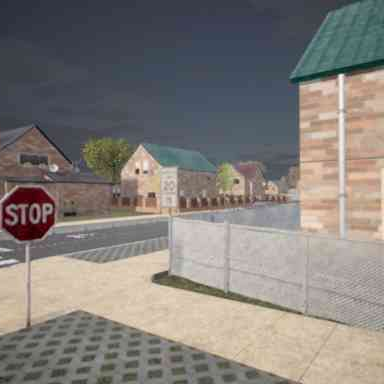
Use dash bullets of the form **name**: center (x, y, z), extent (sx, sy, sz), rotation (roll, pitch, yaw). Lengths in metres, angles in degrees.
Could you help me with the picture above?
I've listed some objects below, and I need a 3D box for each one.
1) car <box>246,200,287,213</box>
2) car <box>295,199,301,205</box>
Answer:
- **car**: center (6.344, 1.415, 28.139), extent (2.033, 1.411, 5.357), rotation (-1, 0, 36)
- **car**: center (15.788, 1.412, 45.666), extent (2.033, 1.411, 5.357), rotation (-1, 0, 36)
